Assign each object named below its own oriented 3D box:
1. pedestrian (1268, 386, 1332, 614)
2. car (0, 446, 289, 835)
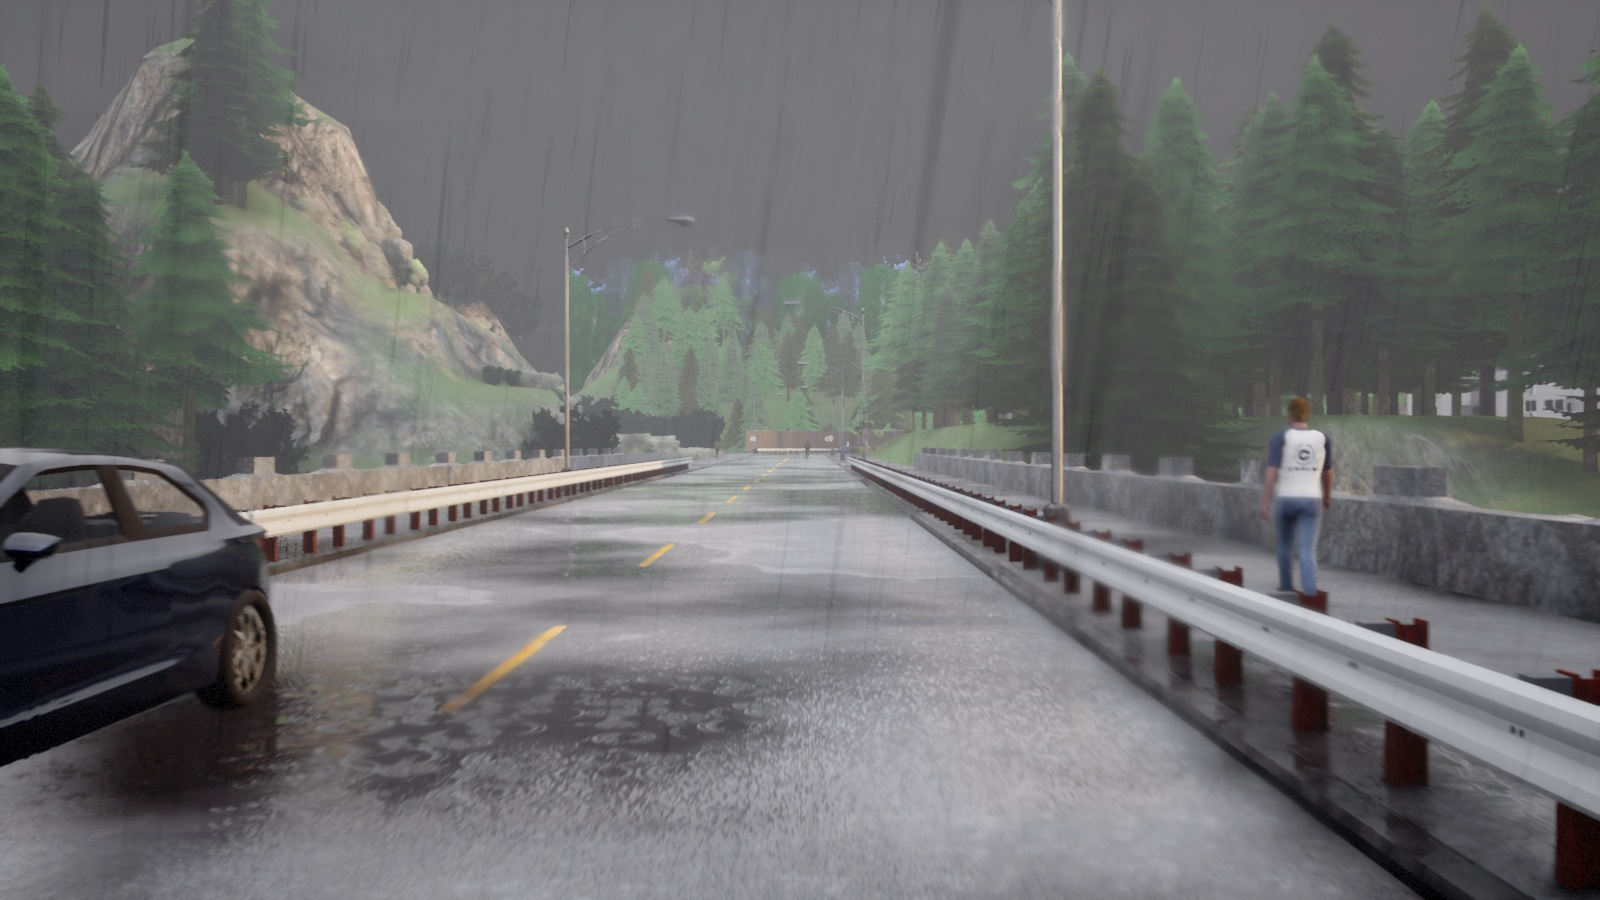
[{"bbox_3d":[4.169,0.401,10.487,0.354,1.836,0.706,0,0,10],"label":"pedestrian"},{"bbox_3d":[-3.954,0.727,5.357,1.816,1.474,4.193,0,0,0],"label":"car"}]
